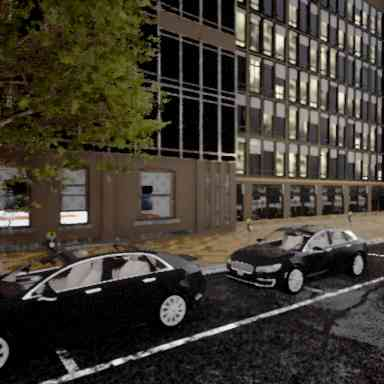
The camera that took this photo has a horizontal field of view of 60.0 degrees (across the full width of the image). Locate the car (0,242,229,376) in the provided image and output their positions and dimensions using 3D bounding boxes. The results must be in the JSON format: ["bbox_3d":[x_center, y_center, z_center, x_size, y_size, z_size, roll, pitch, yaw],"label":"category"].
[{"bbox_3d":[-1.784,1.551,5.288,4.403,1.369,2.008,0,0,-36],"label":"car"}]

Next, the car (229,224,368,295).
[{"bbox_3d":[2.849,1.550,8.596,4.403,1.369,2.008,0,0,-36],"label":"car"}]
